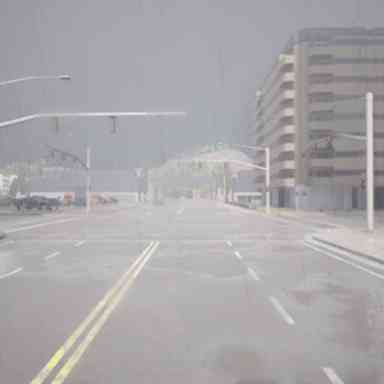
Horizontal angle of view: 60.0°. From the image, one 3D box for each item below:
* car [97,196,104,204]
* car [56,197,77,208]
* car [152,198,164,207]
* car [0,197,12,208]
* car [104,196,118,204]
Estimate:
[{"bbox_3d":[-23.898,2.115,88.179,1.905,1.878,3.866,0,-1,0],"label":"car"},{"bbox_3d":[-26.674,2.165,70.722,1.970,1.475,3.806,0,-1,0],"label":"car"},{"bbox_3d":[-6.965,2.104,68.810,2.097,1.767,4.553,0,-1,0],"label":"car"},{"bbox_3d":[-32.503,2.002,55.644,1.970,1.475,3.806,0,-1,0],"label":"car"},{"bbox_3d":[-21.004,2.112,88.113,1.932,1.855,4.605,0,-1,0],"label":"car"}]
